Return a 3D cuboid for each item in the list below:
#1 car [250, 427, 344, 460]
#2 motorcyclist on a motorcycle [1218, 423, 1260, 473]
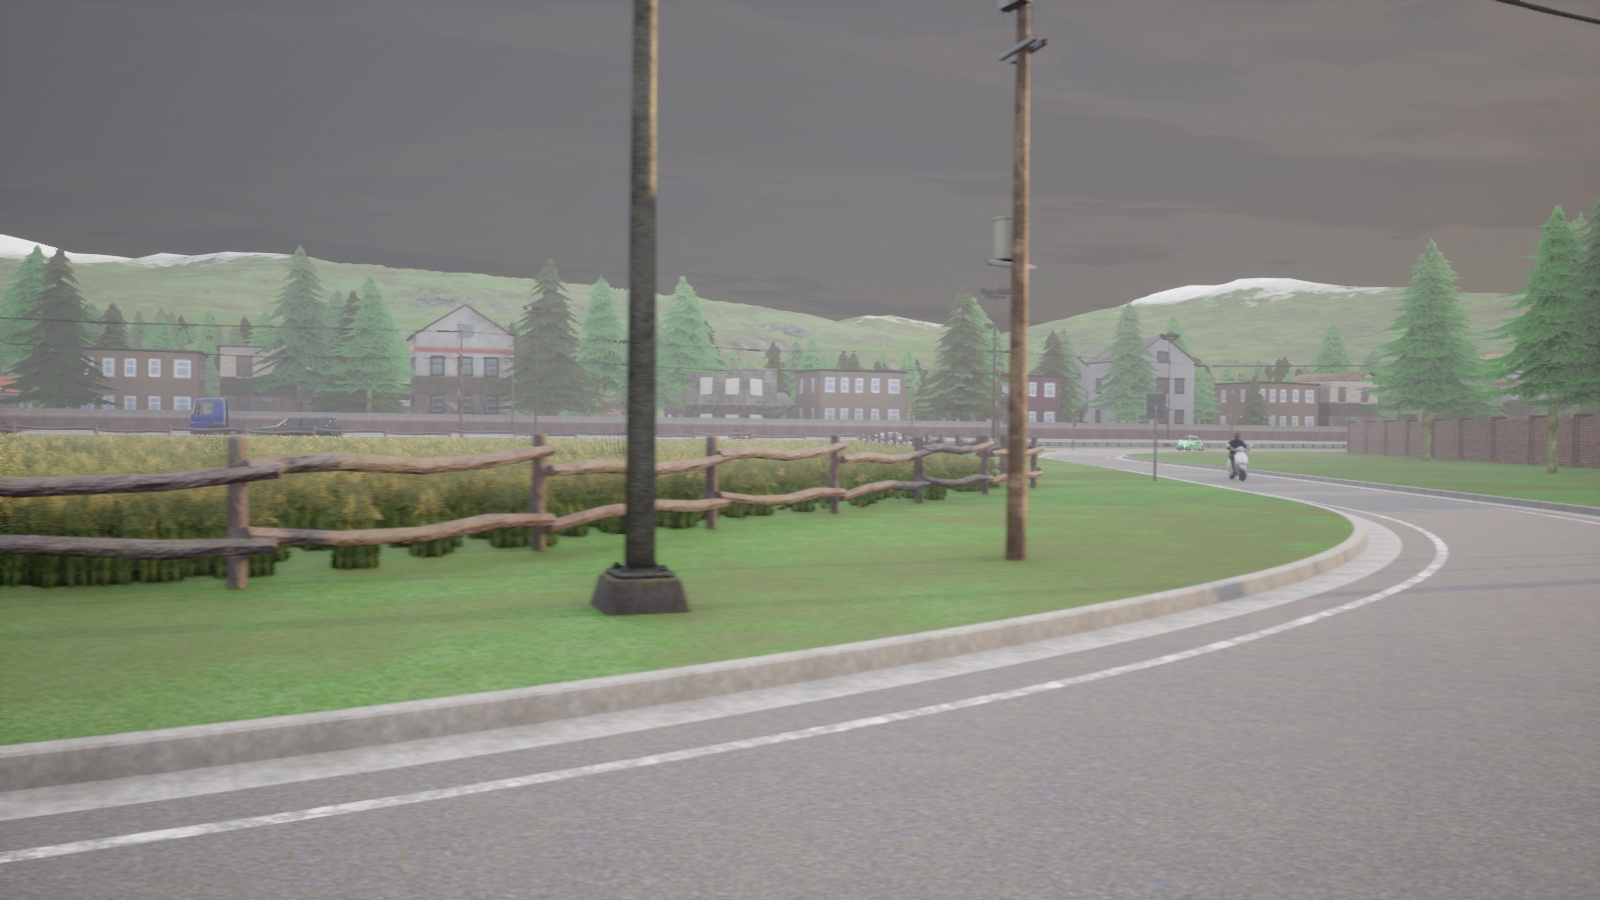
[{"bbox_3d":[-33.082,-0.471,82.685,5.566,2.045,2.150,-1,1,-26],"label":"car"},{"bbox_3d":[14.553,-0.084,41.647,0.866,1.590,1.817,-1,1,4],"label":"motorcyclist on a motorcycle"}]
